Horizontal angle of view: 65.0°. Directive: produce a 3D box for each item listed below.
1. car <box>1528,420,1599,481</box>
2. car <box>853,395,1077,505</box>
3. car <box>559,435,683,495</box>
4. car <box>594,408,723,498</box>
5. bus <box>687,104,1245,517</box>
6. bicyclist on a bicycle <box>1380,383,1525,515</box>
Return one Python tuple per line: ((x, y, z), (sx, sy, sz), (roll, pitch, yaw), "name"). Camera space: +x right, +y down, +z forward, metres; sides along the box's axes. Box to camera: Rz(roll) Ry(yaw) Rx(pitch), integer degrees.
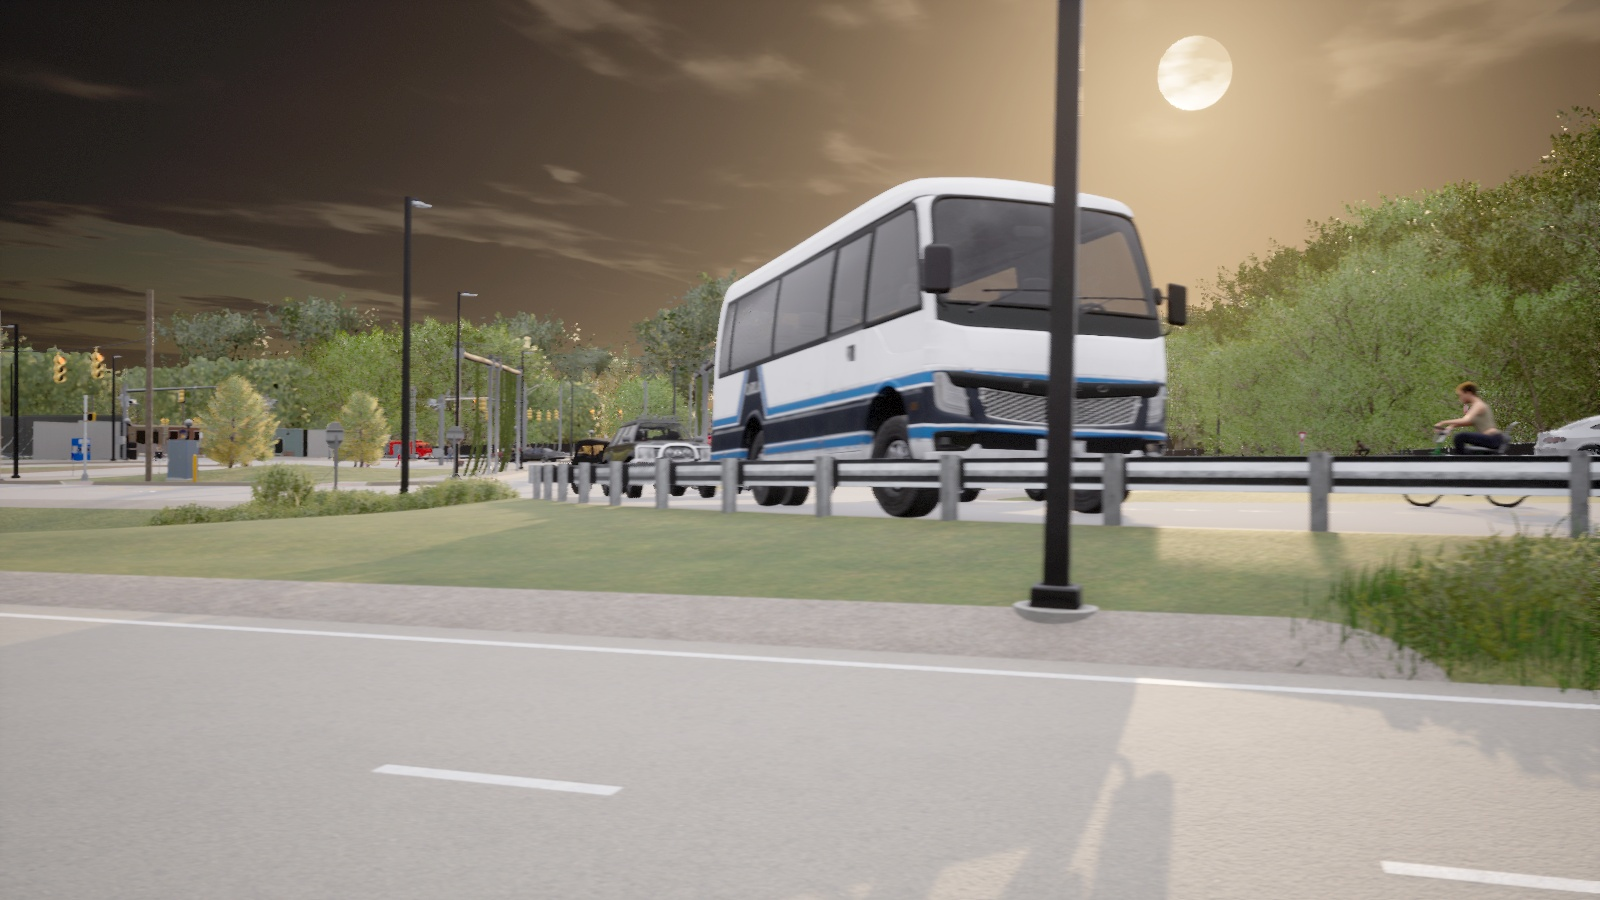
((20.917, -0.072, 31.100), (4.674, 1.442, 1.812), (-3, 0, 20), "car")
((2.947, 0.068, 23.560), (1.932, 1.855, 4.605), (1, -2, -26), "car")
((-5.944, 0.485, 41.606), (3.866, 1.878, 1.905), (0, 1, 39), "car")
((-3.309, 0.143, 28.584), (1.932, 1.855, 4.605), (1, -2, -19), "car")
((1.552, -1.258, 18.621), (3.944, 4.253, 10.273), (2, -3, -19), "bus")
((8.392, 0.004, 16.154), (1.509, 1.612, 0.866), (-1, -1, 38), "bicyclist on a bicycle")
